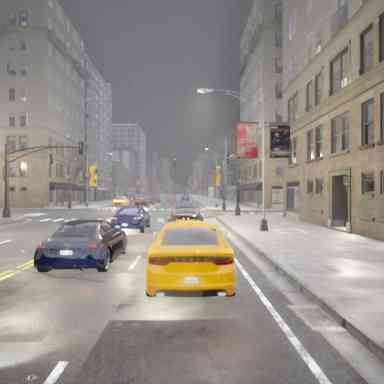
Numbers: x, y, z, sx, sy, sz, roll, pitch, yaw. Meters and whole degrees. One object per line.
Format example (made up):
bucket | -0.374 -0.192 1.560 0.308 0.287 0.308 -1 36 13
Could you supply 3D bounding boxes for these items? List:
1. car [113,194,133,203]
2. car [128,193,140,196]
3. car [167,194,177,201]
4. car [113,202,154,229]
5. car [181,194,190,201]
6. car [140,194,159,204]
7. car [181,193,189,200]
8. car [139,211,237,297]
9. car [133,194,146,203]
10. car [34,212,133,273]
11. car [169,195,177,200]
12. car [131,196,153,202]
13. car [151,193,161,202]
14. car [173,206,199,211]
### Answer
car | -10.873 1.492 51.162 1.882 1.535 5.008 0 0 -1
car | -11.043 1.238 61.097 2.150 2.045 5.566 0 0 -1
car | -4.884 1.368 80.587 2.097 1.767 4.553 0 0 -1
car | -3.525 1.528 19.493 1.812 1.442 4.674 0 0 -1
car | -1.635 1.368 80.654 2.097 1.767 4.553 0 0 -1
car | -7.784 1.564 60.765 2.033 1.411 5.357 0 0 -1
car | -1.842 1.238 90.655 2.097 1.767 4.553 0 0 -1
car | -0.049 1.478 8.612 1.882 1.535 5.008 0 0 -1
car | -11.190 1.372 71.086 2.097 1.767 4.553 0 0 -1
car | -3.350 1.565 10.751 1.994 1.385 4.181 0 0 -1
car | -5.092 1.423 90.618 2.033 1.411 5.357 0 0 -1
car | -7.619 1.615 51.122 1.895 1.301 4.718 0 0 -1
car | -7.943 1.242 71.240 2.150 2.045 5.566 0 0 -1
car | -0.345 1.507 18.093 1.837 1.490 4.892 0 0 -1
